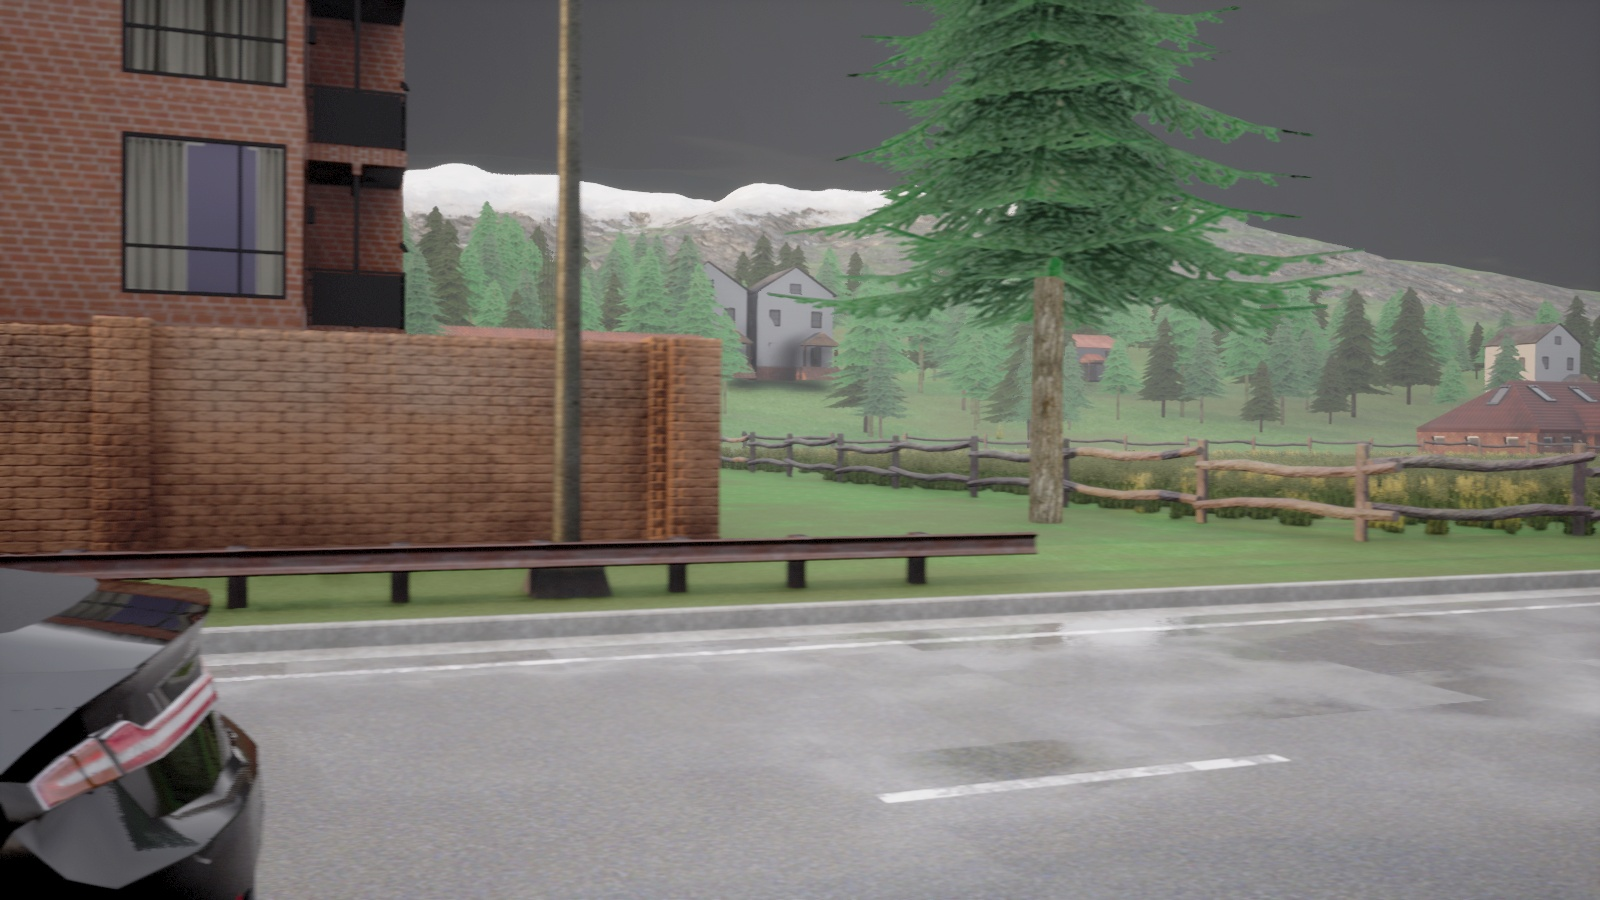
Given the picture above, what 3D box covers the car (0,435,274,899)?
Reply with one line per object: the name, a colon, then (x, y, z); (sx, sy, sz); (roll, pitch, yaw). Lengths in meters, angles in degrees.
car: (-3.504, 0.761, 1.908); (4.902, 1.511, 2.128); (-1, 1, -21)
